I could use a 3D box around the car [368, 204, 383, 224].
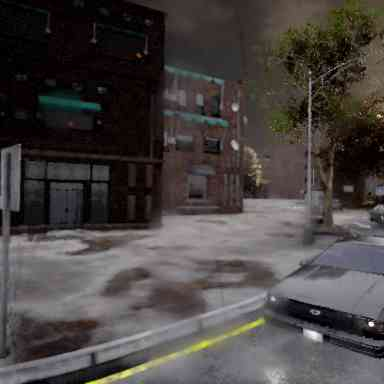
[{"bbox_3d":[15.652,1.696,26.549,1.837,1.490,4.892,1,1,10],"label":"car"}]

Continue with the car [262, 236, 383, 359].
[{"bbox_3d":[3.550,1.627,6.504,2.033,1.411,5.357,0,0,45],"label":"car"}]

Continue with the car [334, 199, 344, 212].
[{"bbox_3d":[16.018,1.455,39.567,2.128,1.511,4.902,1,1,-7],"label":"car"}]
